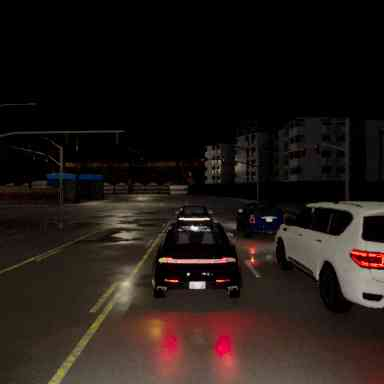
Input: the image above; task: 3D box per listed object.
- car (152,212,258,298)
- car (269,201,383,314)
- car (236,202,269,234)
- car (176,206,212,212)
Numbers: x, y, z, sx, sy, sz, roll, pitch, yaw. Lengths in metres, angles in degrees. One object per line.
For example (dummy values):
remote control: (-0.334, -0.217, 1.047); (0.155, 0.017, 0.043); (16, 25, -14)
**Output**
car: (0.104, 1.499, 8.541); (2.128, 1.511, 4.902); (0, 0, 0)
car: (3.594, 1.221, 7.743); (2.150, 2.045, 5.566); (0, 0, 0)
car: (3.613, 1.328, 17.676); (2.097, 1.767, 4.553); (0, 0, 0)
car: (0.115, 1.473, 17.953); (2.128, 1.511, 4.902); (0, 0, 0)
